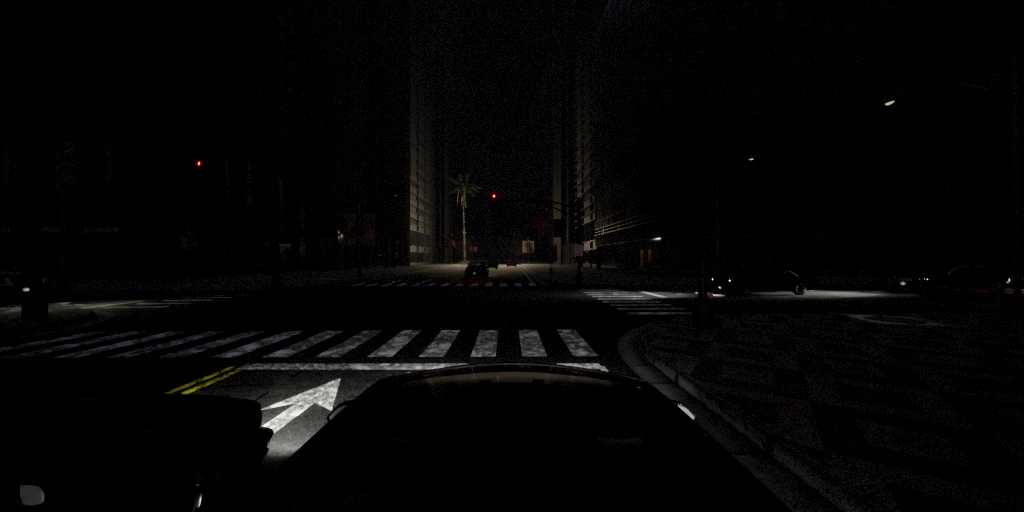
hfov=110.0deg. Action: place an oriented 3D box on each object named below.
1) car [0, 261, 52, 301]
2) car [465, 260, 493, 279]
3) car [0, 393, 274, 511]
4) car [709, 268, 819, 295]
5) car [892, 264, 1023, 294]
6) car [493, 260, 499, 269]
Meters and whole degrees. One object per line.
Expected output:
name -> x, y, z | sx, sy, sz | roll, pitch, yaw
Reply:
car -> -22.977, 1.057, 14.933 | 5.566, 2.045, 2.150 | 0, 0, 0
car -> -3.264, 1.307, 33.820 | 2.128, 1.511, 4.902 | 0, 0, 1
car -> -3.175, 1.297, 0.693 | 2.033, 1.411, 5.357 | 0, 0, 4
car -> 12.994, 1.315, 18.719 | 4.718, 1.301, 1.895 | 0, 0, -2
car -> 23.000, 1.173, 18.886 | 4.902, 1.511, 2.128 | 0, 0, -1
car -> -3.269, 1.406, 60.115 | 2.128, 1.511, 4.902 | 0, 0, 0
